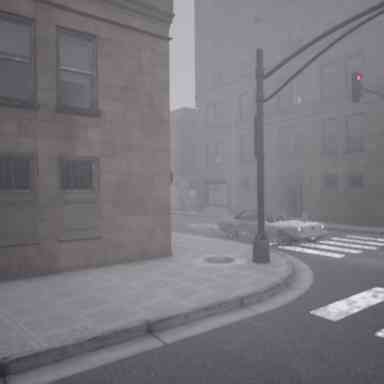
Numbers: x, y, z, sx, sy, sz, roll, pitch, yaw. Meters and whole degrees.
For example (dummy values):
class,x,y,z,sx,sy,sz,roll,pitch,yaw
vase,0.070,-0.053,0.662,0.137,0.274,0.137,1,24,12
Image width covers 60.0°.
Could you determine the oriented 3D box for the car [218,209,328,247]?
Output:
class,x,y,z,sx,sy,sz,roll,pitch,yaw
car,3.285,1.442,14.341,1.895,1.301,4.718,-1,1,-35
